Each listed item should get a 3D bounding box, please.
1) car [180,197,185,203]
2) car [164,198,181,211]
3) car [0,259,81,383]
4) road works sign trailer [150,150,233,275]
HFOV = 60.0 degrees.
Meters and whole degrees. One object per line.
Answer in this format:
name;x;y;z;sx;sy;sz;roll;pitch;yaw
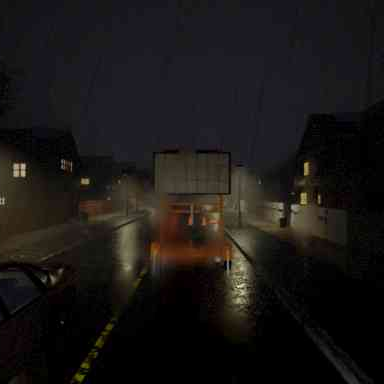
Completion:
car;-2.737;2.091;83.326;1.882;1.535;5.008;0;-1;0
car;-2.844;1.801;44.280;1.895;1.301;4.718;0;0;0
car;-2.849;1.552;3.542;2.033;1.411;5.357;0;0;0
road works sign trailer;-0.002;0.484;10.454;2.380;3.560;2.880;0;0;1
